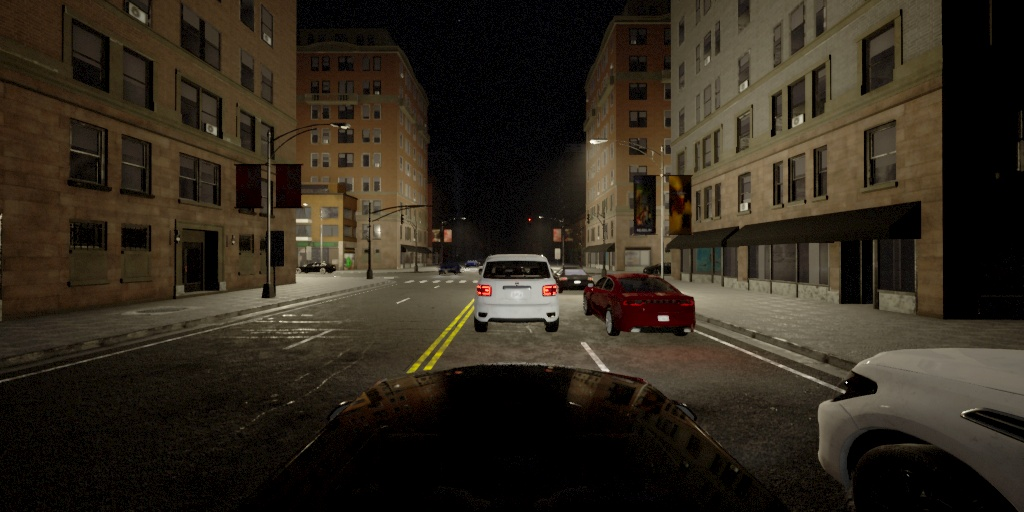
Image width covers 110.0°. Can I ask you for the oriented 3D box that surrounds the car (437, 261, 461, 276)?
[{"bbox_3d":[-6.550,1.284,38.086,1.812,1.442,4.674,0,0,0],"label":"car"}]

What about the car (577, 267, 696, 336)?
[{"bbox_3d":[3.362,1.228,10.397,1.882,1.535,5.008,0,0,0],"label":"car"}]

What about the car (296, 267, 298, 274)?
[{"bbox_3d":[-22.123,1.169,32.258,4.097,1.591,1.967,0,0,0],"label":"car"}]

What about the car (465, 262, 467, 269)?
[{"bbox_3d":[-6.508,1.341,58.229,1.895,1.301,4.718,0,0,0],"label":"car"}]

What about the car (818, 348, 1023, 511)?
[{"bbox_3d":[3.347,0.972,0.237,2.150,2.045,5.566,0,0,0],"label":"car"}]

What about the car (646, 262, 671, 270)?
[{"bbox_3d":[16.085,1.351,37.847,4.181,1.385,1.994,0,0,0],"label":"car"}]

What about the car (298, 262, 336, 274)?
[{"bbox_3d":[-22.070,1.326,40.283,4.313,1.339,1.948,0,0,0],"label":"car"}]

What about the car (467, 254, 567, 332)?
[{"bbox_3d":[0.116,0.971,10.963,2.150,2.045,5.566,0,0,0],"label":"car"}]

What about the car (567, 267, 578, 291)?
[{"bbox_3d":[3.376,1.313,20.485,1.994,1.385,4.181,0,0,0],"label":"car"}]
